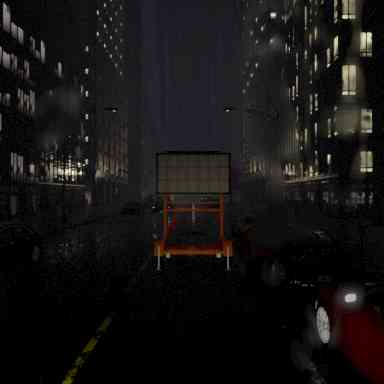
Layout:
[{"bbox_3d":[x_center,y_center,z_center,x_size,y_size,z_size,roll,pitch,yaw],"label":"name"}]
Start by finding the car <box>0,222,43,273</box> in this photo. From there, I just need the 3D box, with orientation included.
[{"bbox_3d":[-5.646,1.550,9.049,2.008,1.369,4.403,0,0,0],"label":"car"}]

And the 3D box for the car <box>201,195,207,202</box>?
[{"bbox_3d":[2.926,1.530,54.406,1.802,1.307,4.206,1,0,0],"label":"car"}]

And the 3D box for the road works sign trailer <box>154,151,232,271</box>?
[{"bbox_3d":[0.046,0.463,10.928,2.380,3.560,2.880,0,0,0],"label":"road works sign trailer"}]

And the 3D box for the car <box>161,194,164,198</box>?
[{"bbox_3d":[-5.477,1.274,48.780,2.192,1.841,5.009,0,0,0],"label":"car"}]

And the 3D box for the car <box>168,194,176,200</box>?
[{"bbox_3d":[-5.311,1.388,88.339,1.752,1.417,4.829,1,0,0],"label":"car"}]

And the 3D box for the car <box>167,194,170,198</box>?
[{"bbox_3d":[-5.431,1.519,60.130,1.802,1.307,4.206,1,0,0],"label":"car"}]

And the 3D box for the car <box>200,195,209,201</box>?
[{"bbox_3d":[3.046,1.445,82.779,1.947,1.339,4.313,1,0,0],"label":"car"}]

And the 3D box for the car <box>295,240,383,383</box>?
[{"bbox_3d":[2.710,1.545,3.332,1.887,1.381,4.507,0,0,0],"label":"car"}]

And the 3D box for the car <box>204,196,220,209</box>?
[{"bbox_3d":[2.878,1.533,43.057,1.947,1.339,4.313,0,0,0],"label":"car"}]

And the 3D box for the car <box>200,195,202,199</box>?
[{"bbox_3d":[2.950,1.519,60.080,1.802,1.307,4.206,1,0,0],"label":"car"}]

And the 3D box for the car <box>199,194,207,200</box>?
[{"bbox_3d":[3.094,1.389,94.129,1.887,1.381,4.507,1,0,0],"label":"car"}]

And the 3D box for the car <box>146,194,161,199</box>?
[{"bbox_3d":[-5.502,1.407,43.105,1.967,1.590,4.097,0,0,0],"label":"car"}]

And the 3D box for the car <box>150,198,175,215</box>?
[{"bbox_3d":[-2.958,1.580,34.254,1.895,1.301,4.718,0,0,0],"label":"car"}]

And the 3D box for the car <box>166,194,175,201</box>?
[{"bbox_3d":[-5.333,1.320,82.833,1.967,1.590,4.097,1,0,0],"label":"car"}]

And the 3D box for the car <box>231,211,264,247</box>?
[{"bbox_3d":[2.759,1.522,14.853,1.752,1.417,4.829,0,0,0],"label":"car"}]

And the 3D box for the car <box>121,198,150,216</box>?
[{"bbox_3d":[-5.551,1.527,31.752,1.887,1.381,4.507,0,0,0],"label":"car"}]

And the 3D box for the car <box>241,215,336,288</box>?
[{"bbox_3d":[2.734,1.550,9.006,2.008,1.369,4.403,0,0,0],"label":"car"}]

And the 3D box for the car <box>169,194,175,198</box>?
[{"bbox_3d":[-5.380,1.226,71.482,2.192,1.841,5.009,1,0,0],"label":"car"}]

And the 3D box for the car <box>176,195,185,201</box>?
[{"bbox_3d":[-2.670,1.369,78.553,1.882,1.535,5.008,0,0,0],"label":"car"}]
